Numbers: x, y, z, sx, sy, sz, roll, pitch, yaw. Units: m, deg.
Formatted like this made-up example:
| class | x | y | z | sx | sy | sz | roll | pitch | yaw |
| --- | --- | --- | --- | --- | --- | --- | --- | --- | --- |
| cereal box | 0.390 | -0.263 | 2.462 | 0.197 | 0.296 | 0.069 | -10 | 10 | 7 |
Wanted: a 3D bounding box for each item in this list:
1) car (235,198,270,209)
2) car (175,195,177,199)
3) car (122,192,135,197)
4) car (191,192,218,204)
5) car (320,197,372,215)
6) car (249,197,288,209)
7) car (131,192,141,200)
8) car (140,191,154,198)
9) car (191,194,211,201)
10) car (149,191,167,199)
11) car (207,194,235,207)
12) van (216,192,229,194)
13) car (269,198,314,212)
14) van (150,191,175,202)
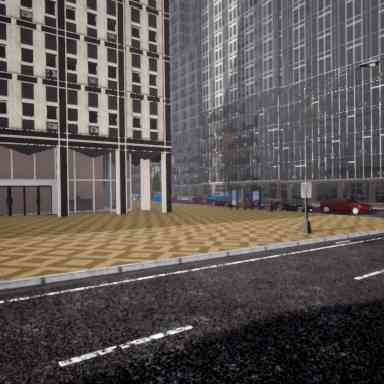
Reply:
| class | x | y | z | sx | sy | sz | roll | pitch | yaw |
| --- | --- | --- | --- | --- | --- | --- | --- | --- | --- |
| car | 7.526 | 1.388 | 39.860 | 1.802 | 1.307 | 4.206 | 0 | 1 | -34 |
| car | -4.721 | 0.936 | 72.796 | 1.802 | 1.307 | 4.206 | 0 | 1 | -34 |
| car | -17.558 | 0.688 | 91.558 | 2.008 | 1.369 | 4.403 | 0 | 1 | -34 |
| car | 1.673 | 1.196 | 53.226 | 1.994 | 1.385 | 4.181 | -1 | 1 | -34 |
| car | 15.299 | 1.330 | 33.255 | 1.882 | 1.535 | 5.008 | -1 | 1 | -34 |
| car | 9.510 | 1.360 | 41.733 | 1.895 | 1.301 | 4.718 | -1 | 1 | -35 |
| car | -11.637 | 1.039 | 68.065 | 2.008 | 1.369 | 4.403 | 0 | 1 | -34 |
| car | -11.140 | 0.686 | 82.175 | 1.967 | 1.590 | 4.097 | 0 | 1 | -34 |
| car | 1.698 | 1.043 | 63.414 | 1.802 | 1.307 | 4.206 | 0 | 1 | -34 |
| car | -7.930 | 0.615 | 77.483 | 2.192 | 1.841 | 5.009 | 0 | 1 | -34 |
| car | 4.365 | 1.319 | 44.583 | 1.947 | 1.339 | 4.313 | 0 | 1 | -34 |
| van | 4.907 | 0.855 | 58.721 | 1.690 | 1.788 | 3.998 | 0 | 1 | -34 |
| car | 10.721 | 1.424 | 35.157 | 1.947 | 1.339 | 4.313 | 0 | 1 | -34 |
| van | -5.218 | 0.937 | 58.681 | 1.690 | 1.788 | 3.998 | 0 | 1 | -34 |
